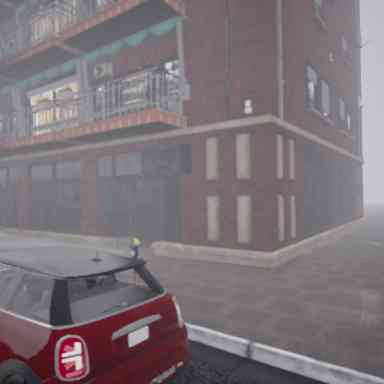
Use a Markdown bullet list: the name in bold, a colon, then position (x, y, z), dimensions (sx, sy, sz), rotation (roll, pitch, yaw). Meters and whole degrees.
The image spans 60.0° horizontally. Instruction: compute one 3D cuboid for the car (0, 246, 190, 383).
- **car**: position (-2.103, 1.441, 4.395), dimensions (4.097, 1.590, 1.967), rotation (0, -1, 36)
